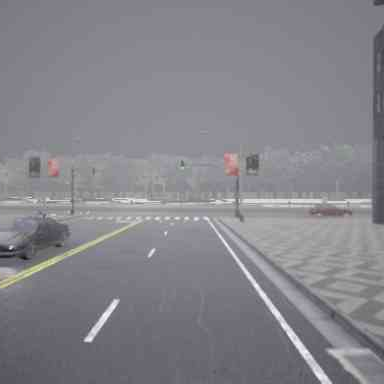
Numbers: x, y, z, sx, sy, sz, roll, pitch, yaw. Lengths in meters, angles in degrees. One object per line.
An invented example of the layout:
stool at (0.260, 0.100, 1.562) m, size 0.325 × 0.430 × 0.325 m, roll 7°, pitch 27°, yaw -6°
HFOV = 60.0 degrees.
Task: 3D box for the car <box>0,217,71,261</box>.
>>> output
car at (-6.603, 1.749, 13.439) m, size 2.033 × 1.411 × 5.357 m, roll 0°, pitch -1°, yaw 0°

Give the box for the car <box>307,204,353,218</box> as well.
car at (16.388, 2.189, 39.571) m, size 5.008 × 1.535 × 1.882 m, roll 0°, pitch 1°, yaw 9°
